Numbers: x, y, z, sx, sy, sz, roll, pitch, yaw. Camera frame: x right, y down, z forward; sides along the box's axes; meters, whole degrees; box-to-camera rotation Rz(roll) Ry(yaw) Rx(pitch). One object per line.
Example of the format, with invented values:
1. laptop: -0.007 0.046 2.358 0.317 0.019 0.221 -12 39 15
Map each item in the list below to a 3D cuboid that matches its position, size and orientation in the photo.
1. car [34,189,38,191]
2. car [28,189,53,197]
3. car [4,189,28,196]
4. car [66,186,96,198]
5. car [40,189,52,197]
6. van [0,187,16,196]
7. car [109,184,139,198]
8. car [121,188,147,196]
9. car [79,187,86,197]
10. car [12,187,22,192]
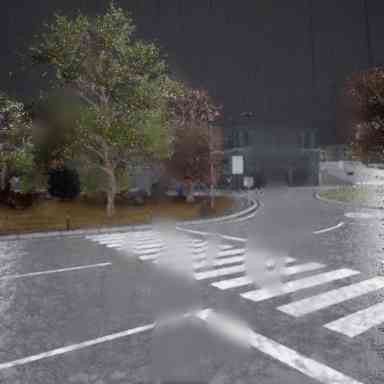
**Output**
1. car: -30.186 0.241 69.788 2.231 1.521 4.892 -1 2 18
2. car: -32.514 0.212 71.632 2.097 1.535 5.008 0 3 18
3. car: -41.804 0.074 79.052 2.097 1.535 5.008 -1 3 19
4. car: -20.751 -0.010 62.561 2.435 2.045 5.566 -2 2 17
5. car: -27.842 0.006 67.928 2.435 2.045 5.566 0 2 18
6. van: -46.428 -0.218 82.701 1.878 1.987 4.442 0 3 19
7. car: -11.219 -0.158 55.406 2.435 2.045 5.566 -1 2 16
8. car: -8.800 0.049 53.693 2.231 1.521 4.892 -2 2 16
9. car: -18.413 0.220 60.567 1.946 1.575 5.366 -1 2 17
10. car: -39.480 0.109 77.190 2.097 1.535 5.008 0 3 19
